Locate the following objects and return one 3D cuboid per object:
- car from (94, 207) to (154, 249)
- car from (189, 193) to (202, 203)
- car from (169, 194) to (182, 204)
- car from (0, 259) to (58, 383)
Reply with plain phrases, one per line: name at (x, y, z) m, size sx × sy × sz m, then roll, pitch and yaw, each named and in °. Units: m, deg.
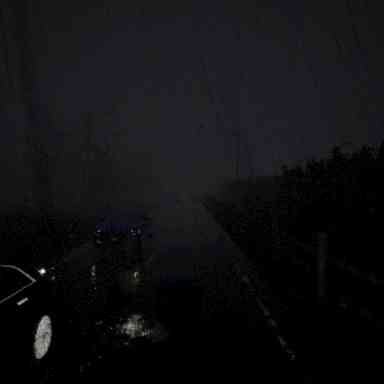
car at (-2.838, 1.458, 14.689) m, size 1.882 × 1.535 × 5.008 m, roll 0°, pitch 0°, yaw 0°
car at (0.897, 1.190, 66.961) m, size 2.097 × 1.767 × 4.553 m, roll 0°, pitch 0°, yaw 1°
car at (-2.807, 1.222, 58.217) m, size 2.097 × 1.767 × 4.553 m, roll 0°, pitch 0°, yaw 1°
car at (-2.850, 1.503, 2.988) m, size 1.837 × 1.490 × 4.892 m, roll 0°, pitch 0°, yaw 0°
